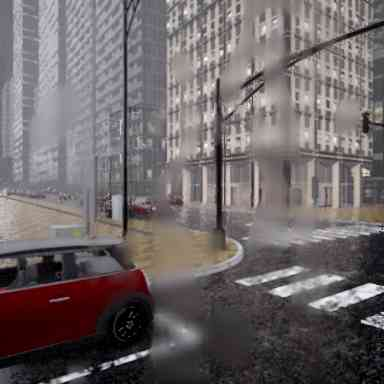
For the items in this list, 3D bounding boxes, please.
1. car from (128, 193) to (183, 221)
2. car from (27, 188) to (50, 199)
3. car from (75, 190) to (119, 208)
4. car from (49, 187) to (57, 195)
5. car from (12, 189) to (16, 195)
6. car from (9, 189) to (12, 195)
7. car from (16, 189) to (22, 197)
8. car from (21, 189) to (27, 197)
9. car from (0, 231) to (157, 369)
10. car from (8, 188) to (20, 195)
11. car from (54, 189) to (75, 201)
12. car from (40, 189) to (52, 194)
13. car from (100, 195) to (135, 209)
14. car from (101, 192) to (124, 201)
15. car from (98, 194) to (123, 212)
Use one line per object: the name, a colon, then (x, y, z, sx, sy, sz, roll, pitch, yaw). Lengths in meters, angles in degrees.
car: (-2.821, 1.090, 23.515, 1.967, 1.590, 4.097, 1, 0, -36)
car: (-25.556, 0.443, 55.229, 1.887, 1.381, 4.507, 1, 0, -36)
car: (-9.313, 0.750, 32.576, 2.192, 1.841, 5.009, 1, 0, -36)
car: (-31.781, 0.017, 78.300, 1.887, 1.381, 4.507, 1, 0, -36)
car: (-35.298, 0.128, 68.821, 2.008, 1.369, 4.403, 1, 0, -36)
car: (-38.546, 0.037, 73.352, 1.947, 1.339, 4.313, 1, 0, -36)
car: (-32.050, 0.229, 64.290, 1.887, 1.381, 4.507, 1, 0, -36)
car: (-28.803, 0.342, 59.760, 2.008, 1.369, 4.403, 1, 0, -36)
car: (-2.632, 1.441, 4.684, 4.097, 1.590, 1.967, 0, 0, -36)
car: (-41.792, -0.091, 77.882, 1.887, 1.381, 4.507, 1, 0, -36)
car: (-18.749, 0.574, 50.327, 2.128, 1.511, 4.902, 0, 1, -36)
car: (-38.279, -0.176, 87.365, 1.947, 1.339, 4.313, 1, 0, -36)
car: (-7.897, 1.014, 35.020, 1.895, 1.301, 4.718, 0, 1, -36)
car: (-12.291, 0.681, 51.107, 1.947, 1.339, 4.313, 1, 0, -36)
car: (-6.073, 1.124, 28.046, 1.802, 1.307, 4.206, 1, 0, -36)
